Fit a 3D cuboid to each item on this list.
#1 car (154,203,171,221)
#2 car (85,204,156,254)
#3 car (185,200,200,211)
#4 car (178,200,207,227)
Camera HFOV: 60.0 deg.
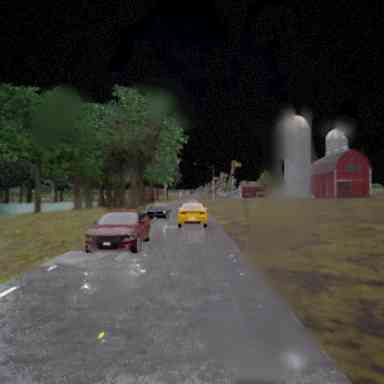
[{"bbox_3d":[-2.801,1.630,27.543,1.895,1.301,4.718,0,0,0],"label":"car"},{"bbox_3d":[-2.819,1.464,13.577,1.882,1.535,5.008,0,0,0],"label":"car"},{"bbox_3d":[0.085,1.703,43.547,1.895,1.301,4.718,0,0,0],"label":"car"},{"bbox_3d":[0.054,1.489,23.078,1.882,1.535,5.008,0,0,0],"label":"car"}]
